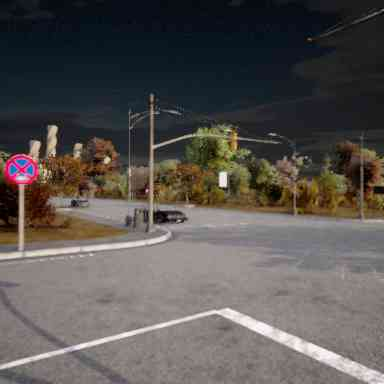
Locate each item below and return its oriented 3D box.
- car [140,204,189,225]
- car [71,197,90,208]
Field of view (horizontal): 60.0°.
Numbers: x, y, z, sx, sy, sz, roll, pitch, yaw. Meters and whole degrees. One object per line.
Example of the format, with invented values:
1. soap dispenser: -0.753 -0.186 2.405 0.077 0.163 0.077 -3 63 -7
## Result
1. car: -2.321 1.650 25.790 2.033 1.411 5.357 1 0 -32
2. car: -15.941 1.489 47.484 1.812 1.442 4.674 1 0 -32
